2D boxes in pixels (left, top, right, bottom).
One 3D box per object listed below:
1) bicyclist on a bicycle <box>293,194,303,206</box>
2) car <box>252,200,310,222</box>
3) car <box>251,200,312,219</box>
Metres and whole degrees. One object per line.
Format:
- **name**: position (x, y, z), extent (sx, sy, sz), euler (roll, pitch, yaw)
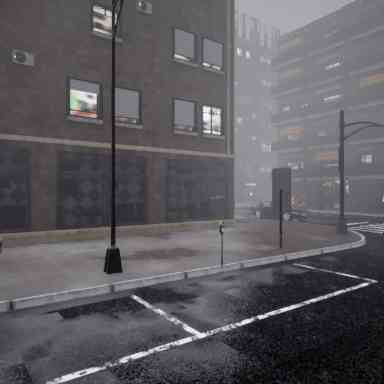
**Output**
- **bicyclist on a bicycle**: position (11.563, 1.011, 36.223), extent (1.656, 1.620, 0.582), euler (0, 1, -36)
- **car**: position (6.302, 1.342, 24.208), extent (2.008, 1.369, 4.403), euler (1, 0, -36)
- **car**: position (7.233, 1.367, 27.314), extent (1.895, 1.301, 4.718), euler (0, 1, -36)
